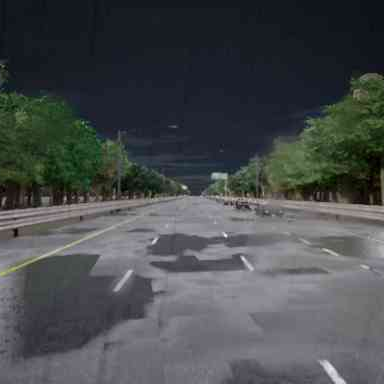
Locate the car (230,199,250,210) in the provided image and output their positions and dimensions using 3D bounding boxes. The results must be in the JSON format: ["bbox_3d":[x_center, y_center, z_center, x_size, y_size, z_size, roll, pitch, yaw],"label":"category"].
[{"bbox_3d":[7.116,1.805,48.004,1.837,1.490,4.892,0,-1,0],"label":"car"}]

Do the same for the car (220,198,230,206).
[{"bbox_3d":[7.227,2.071,66.477,1.895,1.301,4.718,0,-1,0],"label":"car"}]

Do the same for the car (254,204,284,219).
[{"bbox_3d":[7.046,1.750,30.890,1.895,1.301,4.718,0,0,0],"label":"car"}]

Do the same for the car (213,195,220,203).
[{"bbox_3d":[7.383,2.175,85.449,2.128,1.511,4.902,0,-1,1],"label":"car"}]
